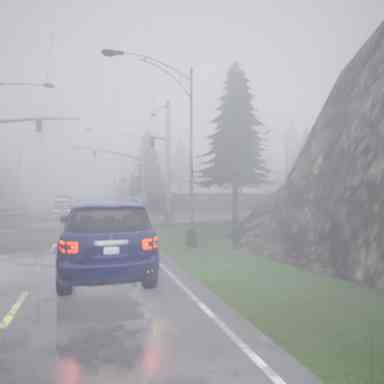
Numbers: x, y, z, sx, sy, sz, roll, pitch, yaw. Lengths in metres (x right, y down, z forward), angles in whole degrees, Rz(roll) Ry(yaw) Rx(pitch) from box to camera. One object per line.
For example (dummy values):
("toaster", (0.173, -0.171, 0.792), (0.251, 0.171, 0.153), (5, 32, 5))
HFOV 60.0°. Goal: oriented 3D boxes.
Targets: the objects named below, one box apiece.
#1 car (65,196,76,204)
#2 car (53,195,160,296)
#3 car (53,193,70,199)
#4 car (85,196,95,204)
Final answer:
("car", (-23.200, 1.548, 63.732), (1.812, 1.442, 4.674), (0, 0, -17))
("car", (-2.332, 1.224, 8.988), (2.150, 2.045, 5.566), (0, 0, -17))
("car", (-17.601, 1.235, 45.579), (2.150, 2.045, 5.566), (0, 0, -17))
("car", (-19.768, 1.547, 64.509), (1.812, 1.442, 4.674), (0, 0, -17))
